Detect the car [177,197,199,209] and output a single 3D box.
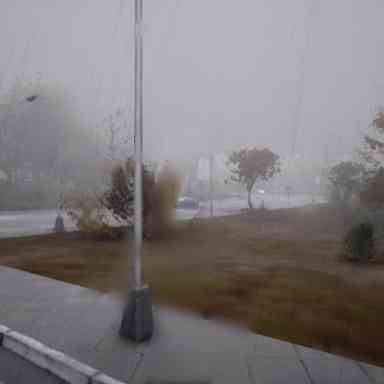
[{"bbox_3d":[-0.983,1.374,43.283,1.812,1.442,4.674,0,1,39],"label":"car"}]
